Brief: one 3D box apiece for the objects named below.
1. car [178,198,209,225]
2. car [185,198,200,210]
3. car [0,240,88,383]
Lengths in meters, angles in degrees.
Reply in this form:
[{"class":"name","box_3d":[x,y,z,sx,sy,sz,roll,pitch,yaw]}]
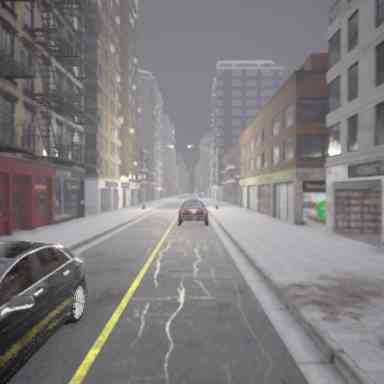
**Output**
[{"class":"car","box_3d":[0.092,1.355,24.410,2.097,1.767,4.553,0,0,0]},{"class":"car","box_3d":[0.071,1.532,43.230,1.812,1.442,4.674,0,0,0]},{"class":"car","box_3d":[-2.847,1.505,4.349,1.837,1.490,4.892,0,0,0]}]
